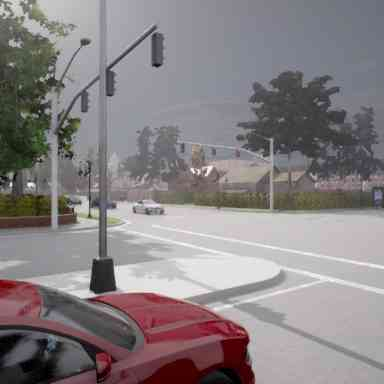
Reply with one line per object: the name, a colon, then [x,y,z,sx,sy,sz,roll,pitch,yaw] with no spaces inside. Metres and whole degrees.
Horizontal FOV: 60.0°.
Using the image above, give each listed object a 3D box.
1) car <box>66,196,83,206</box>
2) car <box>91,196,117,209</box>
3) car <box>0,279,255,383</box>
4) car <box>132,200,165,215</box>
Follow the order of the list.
car: [-19.719,1.504,55.275,1.837,1.490,4.892,0,0,-36]
car: [-11.686,1.351,44.159,2.097,1.767,4.553,0,0,-36]
car: [-1.680,1.478,2.570,5.008,1.535,1.882,0,0,-35]
car: [-4.618,1.525,34.389,1.812,1.442,4.674,0,0,-35]
